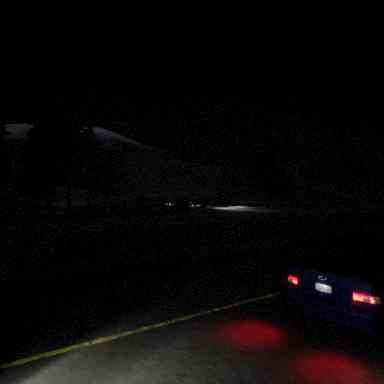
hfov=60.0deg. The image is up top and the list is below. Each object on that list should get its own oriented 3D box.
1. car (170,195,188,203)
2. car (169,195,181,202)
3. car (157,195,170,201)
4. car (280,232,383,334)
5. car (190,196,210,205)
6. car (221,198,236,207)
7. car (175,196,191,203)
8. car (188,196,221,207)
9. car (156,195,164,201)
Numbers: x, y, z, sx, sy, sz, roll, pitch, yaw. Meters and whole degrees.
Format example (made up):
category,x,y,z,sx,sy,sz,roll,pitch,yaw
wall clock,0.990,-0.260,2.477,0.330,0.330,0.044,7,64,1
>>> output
category,x,y,z,sx,sy,sz,roll,pitch,yaw
car,-1.957,1.564,59.387,1.994,1.385,4.181,0,0,-21
car,-4.127,1.525,79.615,2.128,1.511,4.902,0,0,-10
car,-4.960,1.491,67.631,2.128,1.511,4.902,0,0,-17
car,4.099,1.547,6.659,5.357,1.411,2.033,0,0,-35
car,1.380,1.526,60.451,1.812,1.442,4.674,0,0,-22
car,5.148,1.564,52.574,1.994,1.385,4.181,0,0,-29
car,-1.886,1.547,69.458,2.033,1.411,5.357,0,0,-18
car,1.840,1.491,51.322,2.128,1.511,4.902,0,0,-27
car,-8.514,1.513,88.376,2.033,1.411,5.357,0,0,-3
